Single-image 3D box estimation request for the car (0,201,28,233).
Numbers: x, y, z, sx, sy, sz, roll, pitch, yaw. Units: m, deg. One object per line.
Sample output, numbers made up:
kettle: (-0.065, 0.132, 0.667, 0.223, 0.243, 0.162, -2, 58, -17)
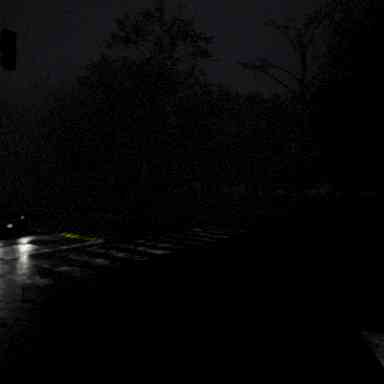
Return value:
car: (-9.021, 0.965, 14.291, 4.674, 1.442, 1.812, 2, 2, 34)
